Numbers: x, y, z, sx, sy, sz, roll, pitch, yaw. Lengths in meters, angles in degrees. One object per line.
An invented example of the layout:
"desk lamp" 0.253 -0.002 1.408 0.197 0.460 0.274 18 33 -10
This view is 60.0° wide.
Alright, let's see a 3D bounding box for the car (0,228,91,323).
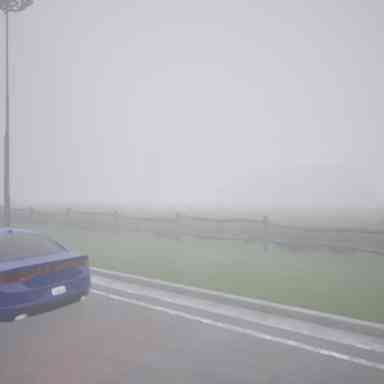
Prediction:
"car" -4.254 1.513 7.030 5.008 1.535 1.882 0 0 36
